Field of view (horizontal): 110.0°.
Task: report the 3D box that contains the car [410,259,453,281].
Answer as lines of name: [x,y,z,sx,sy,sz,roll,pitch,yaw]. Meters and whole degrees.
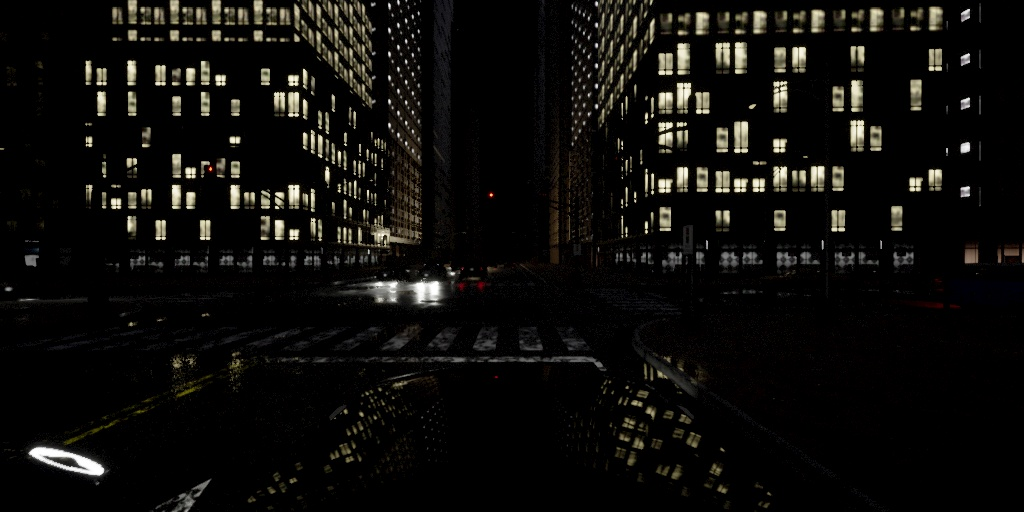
car: [-6.775,1.267,30.762,2.128,1.511,4.902,0,0,0]

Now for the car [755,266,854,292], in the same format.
car: [16.971,1.293,20.956,4.829,1.417,1.751,0,0,2]

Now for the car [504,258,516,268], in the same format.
car: [-0.380,1.426,63.851,1.994,1.385,4.181,0,0,0]

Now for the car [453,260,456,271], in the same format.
car: [-6.876,1.316,47.588,1.837,1.490,4.892,0,0,0]

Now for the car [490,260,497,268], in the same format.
car: [-3.628,1.386,63.414,1.812,1.442,4.674,0,0,0]

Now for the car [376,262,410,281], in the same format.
car: [-10.026,1.267,30.768,2.128,1.511,4.902,0,0,0]

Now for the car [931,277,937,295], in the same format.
car: [21.300,1.255,15.312,5.008,1.535,1.882,0,0,2]

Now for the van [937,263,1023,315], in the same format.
van: [18.292,1.119,12.792,3.998,1.789,1.690,0,0,2]

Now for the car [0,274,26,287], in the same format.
car: [-25.466,1.249,16.414,4.902,1.511,2.128,0,0,0]

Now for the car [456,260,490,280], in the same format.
car: [-3.333,1.129,31.764,2.097,1.767,4.553,0,0,0]

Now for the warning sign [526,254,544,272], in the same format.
warning sign: [2.611,0.909,40.854,1.300,1.860,1.060,0,0,0]
